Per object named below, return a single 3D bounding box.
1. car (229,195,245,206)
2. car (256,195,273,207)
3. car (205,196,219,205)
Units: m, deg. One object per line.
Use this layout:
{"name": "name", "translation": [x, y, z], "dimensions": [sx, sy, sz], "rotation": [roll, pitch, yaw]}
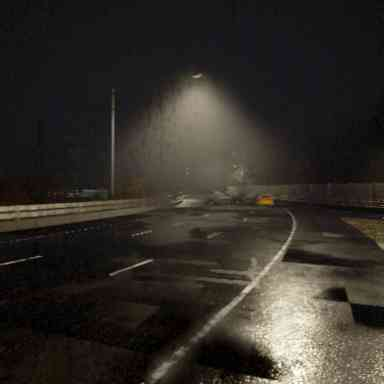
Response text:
{"name": "car", "translation": [6.145, 1.097, 45.268], "dimensions": [2.128, 1.511, 4.902], "rotation": [1, 1, 6]}
{"name": "car", "translation": [9.505, 1.130, 43.703], "dimensions": [1.882, 1.535, 5.008], "rotation": [1, 1, 7]}
{"name": "car", "translation": [2.848, 1.156, 47.128], "dimensions": [1.895, 1.301, 4.718], "rotation": [1, 1, 5]}
